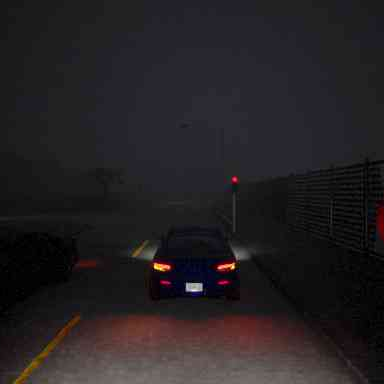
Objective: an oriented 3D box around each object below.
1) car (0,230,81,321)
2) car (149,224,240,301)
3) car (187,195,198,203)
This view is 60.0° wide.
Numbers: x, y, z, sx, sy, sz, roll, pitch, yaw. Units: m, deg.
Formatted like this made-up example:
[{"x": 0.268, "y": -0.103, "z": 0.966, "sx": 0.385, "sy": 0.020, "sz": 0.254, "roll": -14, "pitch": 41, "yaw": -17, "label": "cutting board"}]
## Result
[{"x": -4.029, "y": 1.547, "z": 6.949, "sx": 2.033, "sy": 1.411, "sz": 5.357, "roll": 0, "pitch": 0, "yaw": 1, "label": "car"}, {"x": 0.061, "y": 1.526, "z": 8.210, "sx": 1.812, "sy": 1.442, "sz": 4.674, "roll": 0, "pitch": 0, "yaw": 1, "label": "car"}, {"x": 0.102, "y": 1.502, "z": 71.131, "sx": 1.837, "sy": 1.490, "sz": 4.892, "roll": 0, "pitch": 0, "yaw": 0, "label": "car"}]
